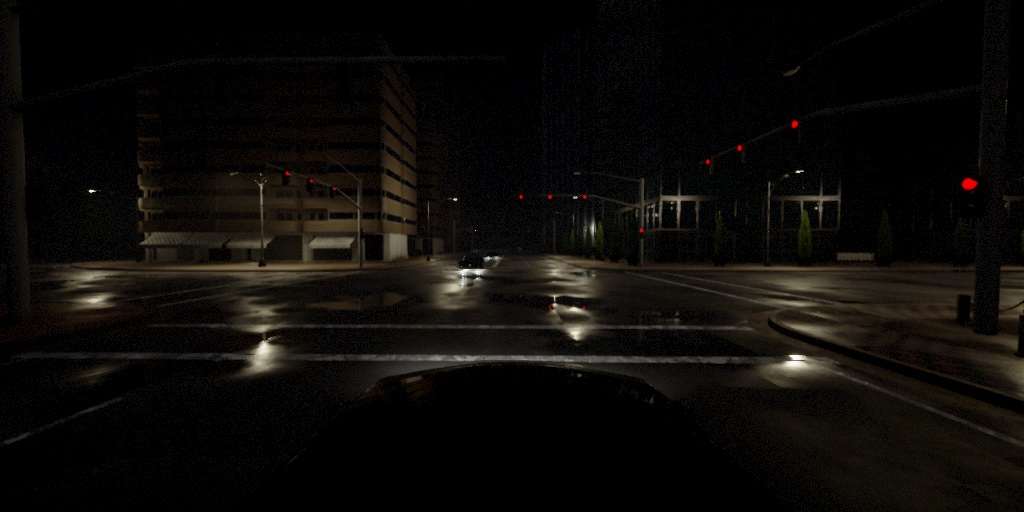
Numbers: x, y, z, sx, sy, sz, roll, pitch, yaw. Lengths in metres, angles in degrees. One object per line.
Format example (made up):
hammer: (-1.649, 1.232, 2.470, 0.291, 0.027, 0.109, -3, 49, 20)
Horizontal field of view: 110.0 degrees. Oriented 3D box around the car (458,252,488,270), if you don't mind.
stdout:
car: (-3.508, 0.512, 31.762, 1.994, 1.385, 4.181, 0, 2, 0)
